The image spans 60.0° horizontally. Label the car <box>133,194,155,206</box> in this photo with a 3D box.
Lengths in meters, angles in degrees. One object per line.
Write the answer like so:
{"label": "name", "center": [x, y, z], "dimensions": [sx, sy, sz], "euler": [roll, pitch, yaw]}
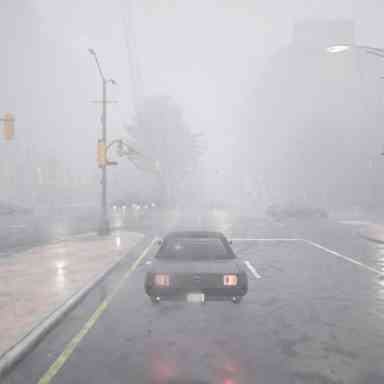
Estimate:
{"label": "car", "center": [-8.076, 1.547, 56.514], "dimensions": [2.033, 1.411, 5.357], "euler": [0, 0, 0]}

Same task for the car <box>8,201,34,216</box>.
{"label": "car", "center": [-17.712, 1.547, 30.957], "dimensions": [5.357, 1.411, 2.033], "euler": [0, 0, -13]}

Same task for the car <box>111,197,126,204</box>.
{"label": "car", "center": [-14.735, 1.595, 66.823], "dimensions": [1.895, 1.301, 4.718], "euler": [0, 0, 0]}

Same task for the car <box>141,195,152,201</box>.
{"label": "car", "center": [-11.482, 1.525, 84.646], "dimensions": [2.128, 1.511, 4.902], "euler": [0, 0, 0]}

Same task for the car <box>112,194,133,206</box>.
{"label": "car", "center": [-11.576, 1.525, 55.116], "dimensions": [1.812, 1.442, 4.674], "euler": [0, 0, 0]}

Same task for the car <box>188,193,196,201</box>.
{"label": "car", "center": [0.018, 1.218, 86.464], "dimensions": [2.150, 2.045, 5.566], "euler": [0, 0, 0]}

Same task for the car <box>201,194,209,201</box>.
{"label": "car", "center": [3.518, 1.519, 86.850], "dimensions": [2.128, 1.511, 4.902], "euler": [0, 0, 0]}

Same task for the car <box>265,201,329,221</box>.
{"label": "car", "center": [8.308, 1.491, 26.410], "dimensions": [4.902, 1.511, 2.128], "euler": [0, 0, 0]}

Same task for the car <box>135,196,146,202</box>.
{"label": "car", "center": [-11.484, 1.552, 74.412], "dimensions": [1.994, 1.385, 4.181], "euler": [0, 0, 0]}

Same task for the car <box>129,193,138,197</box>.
{"label": "car", "center": [-11.524, 1.221, 64.528], "dimensions": [2.150, 2.045, 5.566], "euler": [0, 0, 1]}

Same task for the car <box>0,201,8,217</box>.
{"label": "car", "center": [-17.796, 1.477, 26.270], "dimensions": [5.008, 1.535, 1.882], "euler": [0, 0, 0]}

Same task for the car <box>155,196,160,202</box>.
{"label": "car", "center": [-8.016, 1.564, 65.750], "dimensions": [1.994, 1.385, 4.181], "euler": [0, 0, 1]}

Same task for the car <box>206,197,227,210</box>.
{"label": "car", "center": [3.366, 1.600, 43.198], "dimensions": [1.895, 1.301, 4.718], "euler": [0, 0, 12]}

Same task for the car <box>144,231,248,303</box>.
{"label": "car", "center": [0.076, 1.601, 8.166], "dimensions": [1.895, 1.301, 4.718], "euler": [0, 0, 0]}
